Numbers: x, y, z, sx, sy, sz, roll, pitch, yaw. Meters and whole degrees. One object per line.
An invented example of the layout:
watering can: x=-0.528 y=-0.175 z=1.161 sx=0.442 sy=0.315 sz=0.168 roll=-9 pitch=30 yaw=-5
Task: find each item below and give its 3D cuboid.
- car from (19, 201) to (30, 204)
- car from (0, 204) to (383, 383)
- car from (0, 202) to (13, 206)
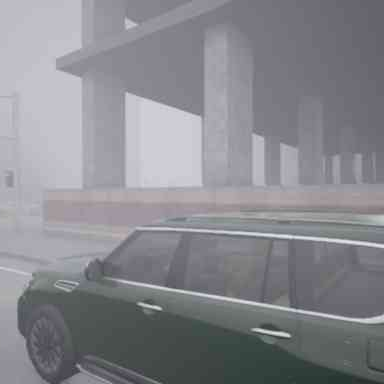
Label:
car: x=-14.084 y=1.700 z=33.275 sx=2.128 sy=1.511 sz=4.902 roll=0 pitch=0 yaw=36
car: x=0.307 y=1.231 z=3.766 sx=5.566 sy=2.045 sz=2.150 roll=0 pitch=0 yaw=35
car: x=-18.134 y=1.704 z=33.627 sx=1.882 sy=1.535 sz=5.008 roll=0 pitch=0 yaw=36
